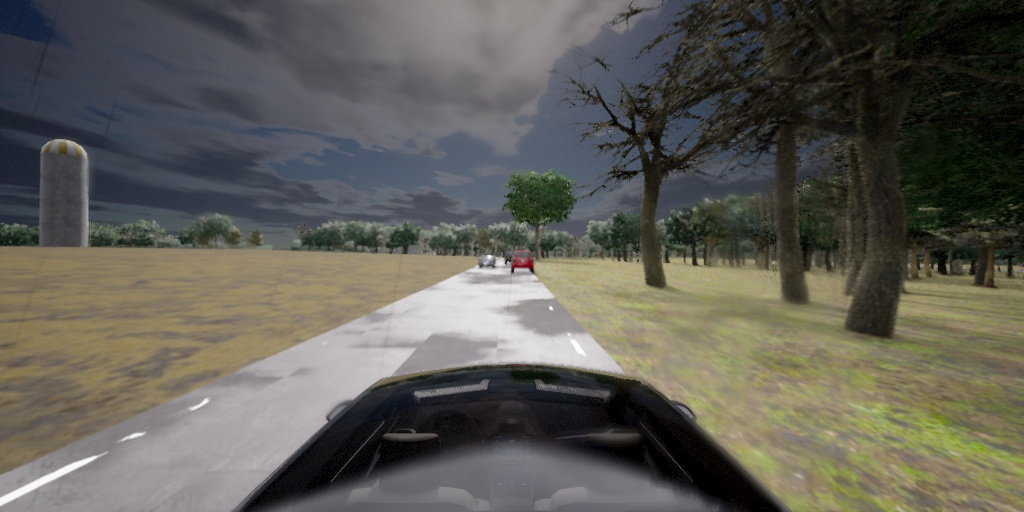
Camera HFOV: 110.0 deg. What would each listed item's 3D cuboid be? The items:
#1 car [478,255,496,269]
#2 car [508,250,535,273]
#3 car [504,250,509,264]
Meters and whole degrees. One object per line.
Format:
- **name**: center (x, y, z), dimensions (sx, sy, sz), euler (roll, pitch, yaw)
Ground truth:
- **car**: center (-2.815, 0.652, 41.320), dimensions (2.128, 1.511, 4.902), euler (0, 1, 1)
- **car**: center (0.959, 0.510, 34.071), dimensions (2.150, 2.045, 5.566), euler (0, 1, 0)
- **car**: center (0.009, 0.160, 54.077), dimensions (2.150, 2.045, 5.566), euler (0, 1, 0)
